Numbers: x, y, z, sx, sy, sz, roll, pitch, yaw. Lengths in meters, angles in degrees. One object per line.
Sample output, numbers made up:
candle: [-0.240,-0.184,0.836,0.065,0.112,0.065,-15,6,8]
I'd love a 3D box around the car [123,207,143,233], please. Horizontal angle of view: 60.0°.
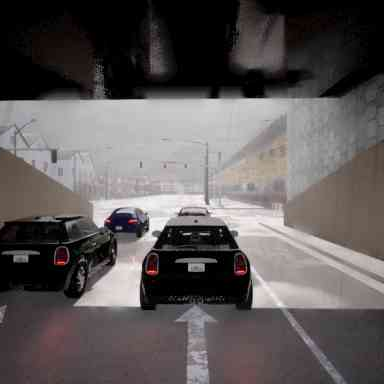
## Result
car: [-3.409,1.526,17.812,1.812,1.442,4.674,0,0,0]

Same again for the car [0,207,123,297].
car: [-3.413,1.352,8.760,2.097,1.767,4.553,0,0,0]

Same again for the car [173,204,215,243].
car: [0.091,1.478,17.265,1.882,1.535,5.008,0,0,0]

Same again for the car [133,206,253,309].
car: [0.081,1.352,7.997,2.097,1.767,4.553,0,0,0]
